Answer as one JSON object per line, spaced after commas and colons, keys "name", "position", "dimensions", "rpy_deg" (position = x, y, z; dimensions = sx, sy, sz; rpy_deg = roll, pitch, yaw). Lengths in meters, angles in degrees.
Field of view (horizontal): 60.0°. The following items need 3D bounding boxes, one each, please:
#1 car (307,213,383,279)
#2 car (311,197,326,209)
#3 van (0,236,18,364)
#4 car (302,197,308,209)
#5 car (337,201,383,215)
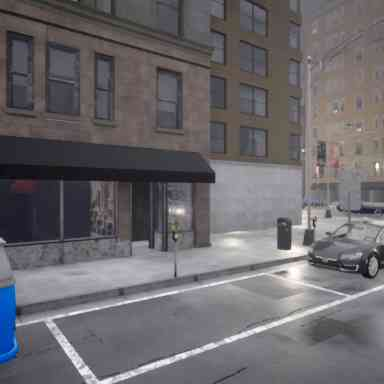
{"name": "car", "position": [5.252, 1.548, 9.951], "dimensions": [4.403, 1.369, 2.008], "rpy_deg": [0, 0, -36]}
{"name": "car", "position": [15.301, 1.395, 43.731], "dimensions": [1.812, 1.442, 4.674], "rpy_deg": [0, 0, -36]}
{"name": "van", "position": [-3.958, 1.341, 3.364], "dimensions": [3.998, 1.788, 1.690], "rpy_deg": [0, 0, -36]}
{"name": "car", "position": [10.514, 1.423, 38.895], "dimensions": [2.033, 1.411, 5.357], "rpy_deg": [0, 0, -36]}
{"name": "car", "position": [16.193, 1.522, 31.028], "dimensions": [1.895, 1.301, 4.718], "rpy_deg": [0, 0, -36]}
